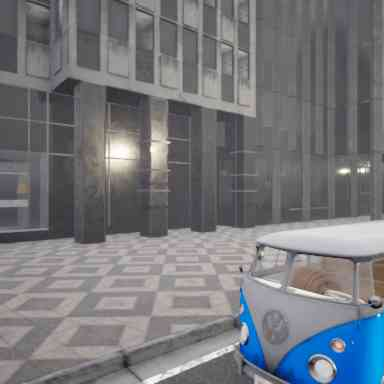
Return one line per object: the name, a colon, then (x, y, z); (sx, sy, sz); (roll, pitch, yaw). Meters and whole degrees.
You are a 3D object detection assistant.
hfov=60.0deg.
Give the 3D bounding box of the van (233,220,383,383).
van: (2.343, 1.343, 4.497); (3.998, 1.788, 1.690); (0, 0, -39)
